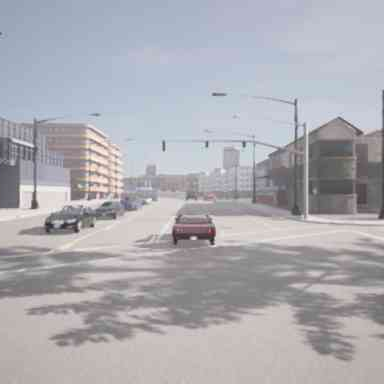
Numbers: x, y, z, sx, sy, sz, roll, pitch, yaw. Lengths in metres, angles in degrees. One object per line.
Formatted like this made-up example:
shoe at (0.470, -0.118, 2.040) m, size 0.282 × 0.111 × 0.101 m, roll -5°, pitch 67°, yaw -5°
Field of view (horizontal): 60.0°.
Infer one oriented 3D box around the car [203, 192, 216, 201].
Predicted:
car at (3.412, 0.811, 63.196) m, size 2.097 × 1.767 × 4.553 m, roll 0°, pitch 0°, yaw 0°

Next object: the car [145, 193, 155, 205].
car at (-7.068, 1.232, 48.662) m, size 1.895 × 1.301 × 4.718 m, roll 0°, pitch 1°, yaw 0°

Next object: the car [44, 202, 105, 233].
car at (-7.126, 1.523, 19.993) m, size 2.128 × 1.511 × 4.902 m, roll 0°, pitch 0°, yaw 0°

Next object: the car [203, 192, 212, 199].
car at (3.398, 0.840, 73.244) m, size 1.882 × 1.535 × 5.008 m, roll 0°, pitch -1°, yaw 0°

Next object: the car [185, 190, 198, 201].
car at (-0.087, 0.681, 62.836) m, size 2.150 × 2.045 × 5.566 m, roll 0°, pitch 0°, yaw 0°

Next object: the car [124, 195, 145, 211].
car at (-7.097, 1.217, 38.503) m, size 2.097 × 1.767 × 4.553 m, roll 0°, pitch 1°, yaw 0°

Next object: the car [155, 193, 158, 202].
car at (-7.082, 0.980, 58.971) m, size 1.837 × 1.490 × 4.892 m, roll 0°, pitch 0°, yaw 0°

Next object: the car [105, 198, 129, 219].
car at (-7.127, 1.527, 29.247) m, size 1.812 × 1.442 × 4.674 m, roll 0°, pitch 1°, yaw 0°

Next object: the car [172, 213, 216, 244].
car at (0.077, 1.647, 16.158) m, size 1.895 × 1.301 × 4.718 m, roll 0°, pitch 0°, yaw 0°
